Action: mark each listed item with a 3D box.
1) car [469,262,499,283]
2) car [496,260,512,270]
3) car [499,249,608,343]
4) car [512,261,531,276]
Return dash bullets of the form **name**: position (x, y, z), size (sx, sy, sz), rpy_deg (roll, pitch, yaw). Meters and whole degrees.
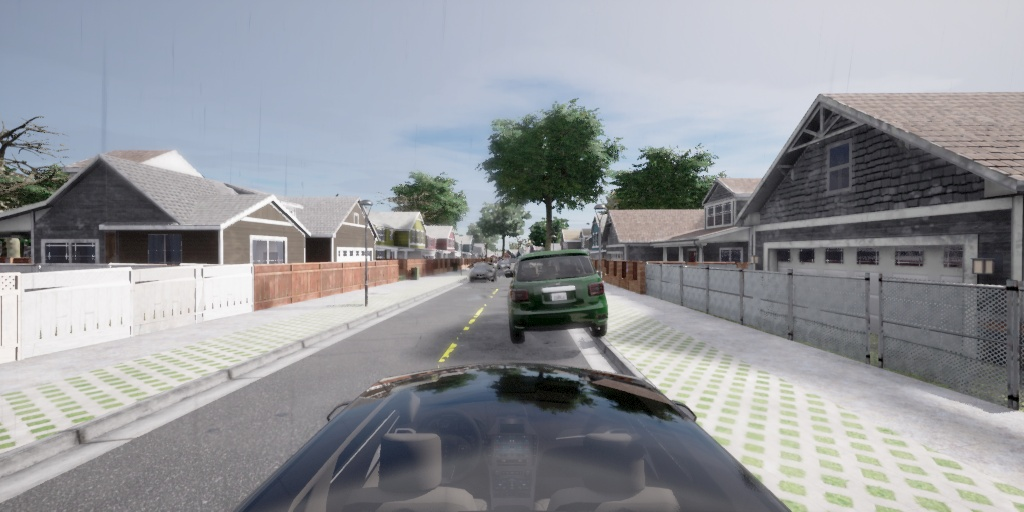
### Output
- **car**: position (-2.136, 1.263, 27.836), size (1.837, 1.490, 4.892), rpy_deg (0, 0, 2)
- **car**: position (-1.190, 1.294, 53.172), size (2.128, 1.511, 4.902), rpy_deg (0, 0, 2)
- **car**: position (1.015, 0.897, 9.763), size (2.150, 2.045, 5.566), rpy_deg (-5, 0, 2)
- **car**: position (1.116, 1.324, 39.625), size (2.033, 1.411, 5.357), rpy_deg (0, 0, 3)
